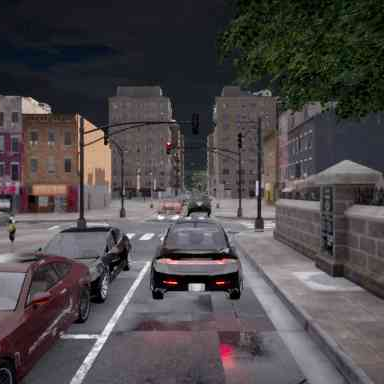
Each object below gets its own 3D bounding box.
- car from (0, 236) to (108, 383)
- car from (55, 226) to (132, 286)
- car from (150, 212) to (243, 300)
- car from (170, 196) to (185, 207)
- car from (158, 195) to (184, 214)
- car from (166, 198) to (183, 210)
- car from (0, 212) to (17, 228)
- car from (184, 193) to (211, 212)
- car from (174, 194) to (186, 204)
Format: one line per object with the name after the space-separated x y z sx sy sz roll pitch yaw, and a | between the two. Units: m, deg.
-2.632 1.582 4.538 1.802 1.307 4.206 0 0 0 | car
-2.629 1.566 8.200 1.947 1.339 4.313 0 0 0 | car
0.093 1.492 8.379 2.128 1.511 4.902 0 0 0 | car
-2.247 1.482 53.570 2.128 1.511 4.902 0 0 0 | car
-2.287 1.346 34.776 2.097 1.767 4.553 0 0 1 | car
-2.255 1.557 43.711 1.994 1.385 4.181 0 0 0 | car
-13.749 1.625 21.111 4.902 1.511 2.128 -1 0 0 | car
0.654 1.217 32.166 2.150 2.045 5.566 0 0 0 | car
-2.212 1.340 63.825 2.097 1.767 4.553 0 0 0 | car
